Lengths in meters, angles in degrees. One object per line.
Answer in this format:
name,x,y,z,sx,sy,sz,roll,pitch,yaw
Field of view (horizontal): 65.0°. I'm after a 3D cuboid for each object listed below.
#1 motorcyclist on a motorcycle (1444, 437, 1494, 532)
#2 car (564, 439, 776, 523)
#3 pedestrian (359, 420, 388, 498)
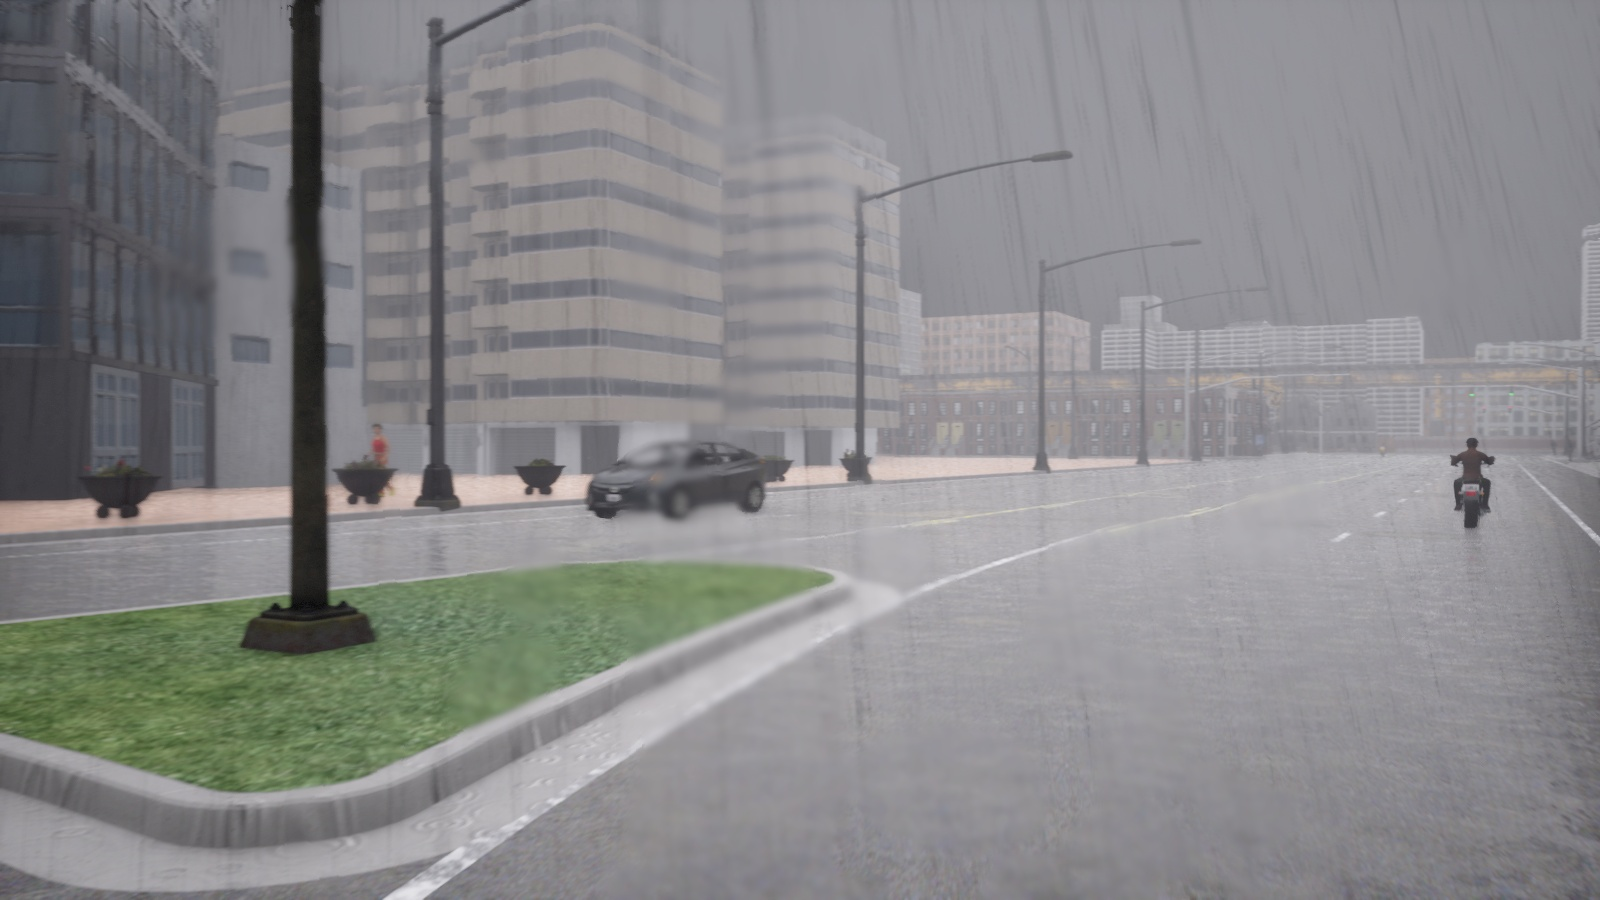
motorcyclist on a motorcycle,12.303,0.594,23.060,0.766,1.649,2.350,0,0,29
car,-2.486,0.544,25.238,2.007,1.525,4.514,0,0,29
pedestrian,-10.166,0.215,29.947,0.345,1.836,0.594,0,0,27
